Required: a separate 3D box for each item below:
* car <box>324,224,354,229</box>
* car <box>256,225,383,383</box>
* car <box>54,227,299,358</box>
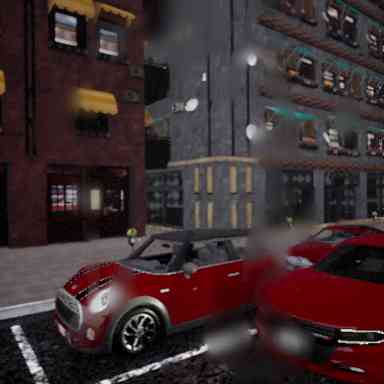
[{"bbox_3d":[4.255,1.583,9.189,4.206,1.307,1.802,0,-1,-36],"label":"car"},{"bbox_3d":[3.183,1.478,5.366,5.008,1.535,1.882,0,0,-36],"label":"car"},{"bbox_3d":[-0.248,1.444,5.947,4.097,1.590,1.967,0,-1,-36],"label":"car"}]
